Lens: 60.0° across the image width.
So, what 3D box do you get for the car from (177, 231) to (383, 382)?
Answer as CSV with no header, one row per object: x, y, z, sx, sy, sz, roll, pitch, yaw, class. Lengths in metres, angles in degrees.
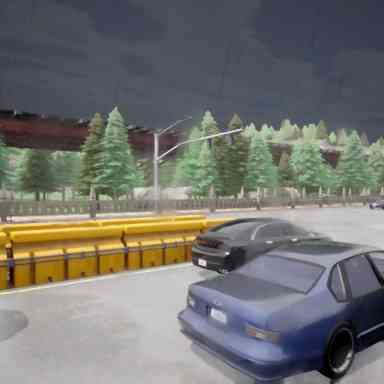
2.376,1.547,5.485,5.357,1.411,2.033,0,0,-35,car

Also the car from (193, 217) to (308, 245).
2.236,1.505,9.673,4.892,1.490,1.837,0,0,-35,car

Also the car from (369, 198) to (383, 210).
25.041,1.490,43.386,4.902,1.511,2.128,0,0,-36,car
